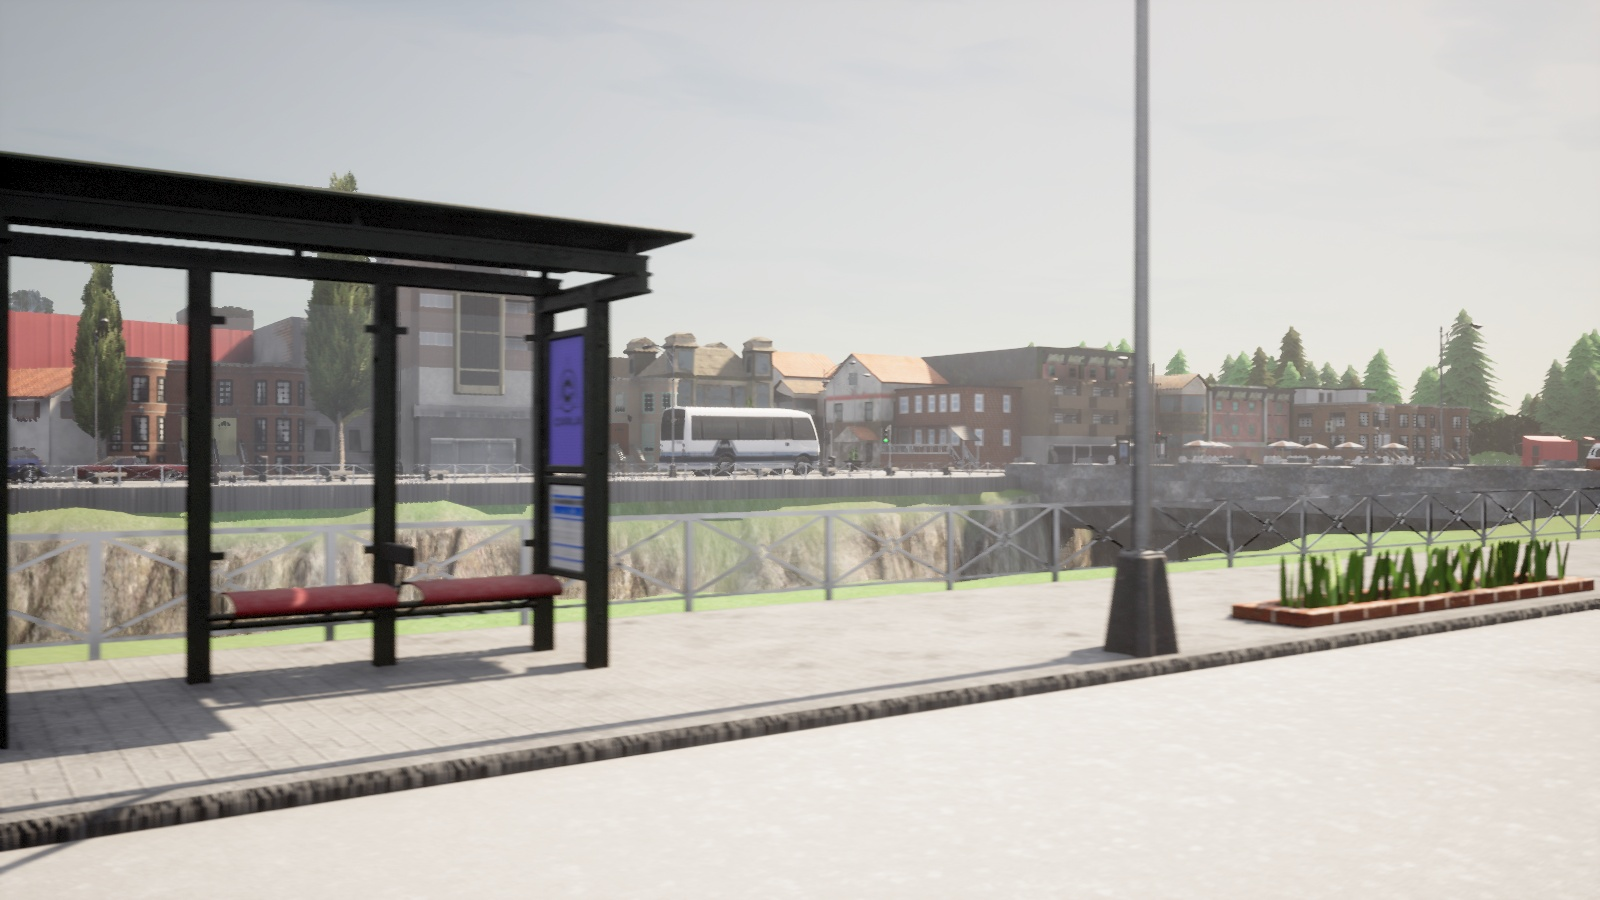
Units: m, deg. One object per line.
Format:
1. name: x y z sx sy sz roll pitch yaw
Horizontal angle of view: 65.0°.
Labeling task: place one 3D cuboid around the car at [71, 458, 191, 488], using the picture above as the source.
1. car: -30.864 1.053 57.971 4.718 1.301 1.895 0 0 -35

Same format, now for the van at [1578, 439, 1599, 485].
1. van: 36.548 0.524 54.300 2.069 2.038 4.480 0 0 -35

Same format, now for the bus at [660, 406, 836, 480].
1. bus: -3.113 -0.435 77.303 10.273 4.253 3.944 0 0 -35

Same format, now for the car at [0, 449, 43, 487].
1. car: -37.721 0.825 58.050 4.553 1.767 2.097 0 0 -34
